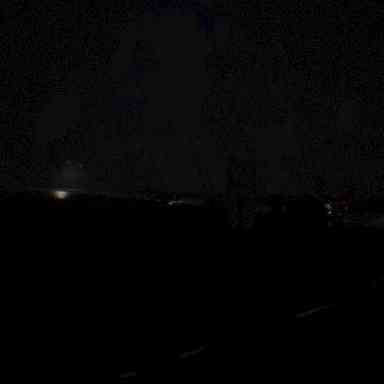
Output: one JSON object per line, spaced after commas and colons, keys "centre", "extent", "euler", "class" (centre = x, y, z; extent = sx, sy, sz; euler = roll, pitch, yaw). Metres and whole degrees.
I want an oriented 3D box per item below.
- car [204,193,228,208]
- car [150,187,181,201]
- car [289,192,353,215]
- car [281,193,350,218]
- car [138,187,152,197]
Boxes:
{"centre": [3.055, 0.784, 34.201], "extent": [1.994, 1.385, 4.181], "euler": [-3, 4, -35], "class": "car"}
{"centre": [-3.264, 0.423, 43.154], "extent": [1.994, 1.385, 4.181], "euler": [-3, 4, -35], "class": "car"}
{"centre": [10.815, 0.898, 28.273], "extent": [1.837, 1.490, 4.892], "euler": [-3, 4, -35], "class": "car"}
{"centre": [9.180, 0.924, 25.540], "extent": [2.097, 1.767, 4.553], "euler": [-3, 4, -35], "class": "car"}
{"centre": [-6.905, -0.096, 53.317], "extent": [1.837, 1.490, 4.892], "euler": [-3, 4, -34], "class": "car"}
